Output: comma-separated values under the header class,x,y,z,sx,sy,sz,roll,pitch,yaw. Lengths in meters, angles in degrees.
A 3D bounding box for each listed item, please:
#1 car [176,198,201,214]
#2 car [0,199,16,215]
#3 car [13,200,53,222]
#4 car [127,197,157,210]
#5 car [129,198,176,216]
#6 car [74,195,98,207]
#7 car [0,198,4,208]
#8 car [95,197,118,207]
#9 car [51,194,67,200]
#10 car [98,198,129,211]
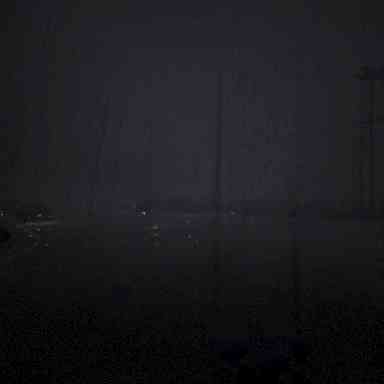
class,x,y,z,sx,sy,sz,roll,pitch,yaw
car,-1.068,1.418,34.299,1.837,1.490,4.892,0,0,-36
car,-17.783,1.526,33.517,2.033,1.411,5.357,0,0,-36
car,-12.255,1.542,25.873,1.994,1.385,4.181,0,0,-36
car,-6.287,1.439,41.520,1.812,1.442,4.674,0,0,-36
car,-3.911,1.434,32.255,1.837,1.490,4.892,0,0,-36
car,-15.542,1.285,48.357,2.097,1.767,4.553,0,0,-36
car,-29.291,1.581,49.502,1.895,1.301,4.718,0,0,-35
car,-13.245,1.515,51.157,1.895,1.301,4.718,0,0,-36
car,-24.392,1.024,60.739,1.882,1.535,5.008,0,0,-36
car,-9.160,1.456,39.517,1.812,1.442,4.674,0,0,-36
